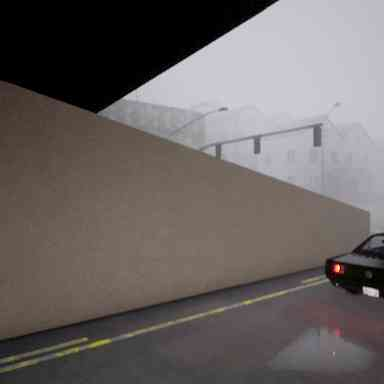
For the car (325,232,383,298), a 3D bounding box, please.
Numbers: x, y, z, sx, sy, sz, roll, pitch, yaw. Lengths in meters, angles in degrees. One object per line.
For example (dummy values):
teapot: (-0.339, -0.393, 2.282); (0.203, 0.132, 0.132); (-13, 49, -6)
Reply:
car: (5.132, 1.549, 7.436); (4.718, 1.301, 1.895); (0, 0, -35)
